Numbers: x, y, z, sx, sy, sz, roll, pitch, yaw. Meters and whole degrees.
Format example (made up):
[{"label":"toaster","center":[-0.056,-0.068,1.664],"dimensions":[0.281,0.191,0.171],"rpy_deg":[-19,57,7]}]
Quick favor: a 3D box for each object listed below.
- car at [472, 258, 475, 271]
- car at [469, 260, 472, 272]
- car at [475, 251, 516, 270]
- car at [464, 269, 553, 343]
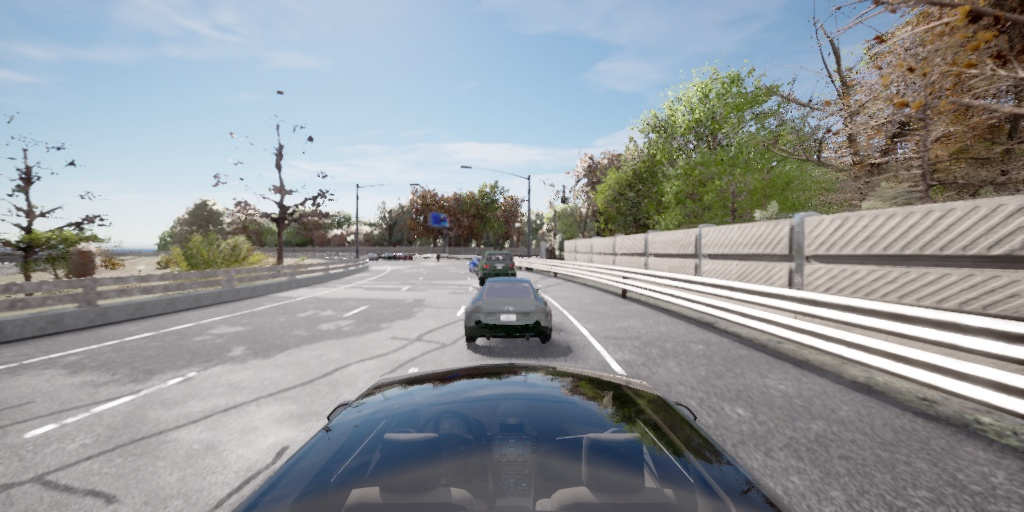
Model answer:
[{"label":"car","center":[-2.015,0.967,30.142],"dimensions":[1.994,1.385,4.181],"rpy_deg":[0,1,-11]},{"label":"car","center":[-3.009,0.823,34.512],"dimensions":[1.882,1.535,5.008],"rpy_deg":[0,1,-14]},{"label":"car","center":[-1.076,0.710,23.418],"dimensions":[2.150,2.045,5.566],"rpy_deg":[0,1,-8]},{"label":"car","center":[-0.102,1.222,9.434],"dimensions":[1.994,1.385,4.181],"rpy_deg":[0,1,-1]}]
